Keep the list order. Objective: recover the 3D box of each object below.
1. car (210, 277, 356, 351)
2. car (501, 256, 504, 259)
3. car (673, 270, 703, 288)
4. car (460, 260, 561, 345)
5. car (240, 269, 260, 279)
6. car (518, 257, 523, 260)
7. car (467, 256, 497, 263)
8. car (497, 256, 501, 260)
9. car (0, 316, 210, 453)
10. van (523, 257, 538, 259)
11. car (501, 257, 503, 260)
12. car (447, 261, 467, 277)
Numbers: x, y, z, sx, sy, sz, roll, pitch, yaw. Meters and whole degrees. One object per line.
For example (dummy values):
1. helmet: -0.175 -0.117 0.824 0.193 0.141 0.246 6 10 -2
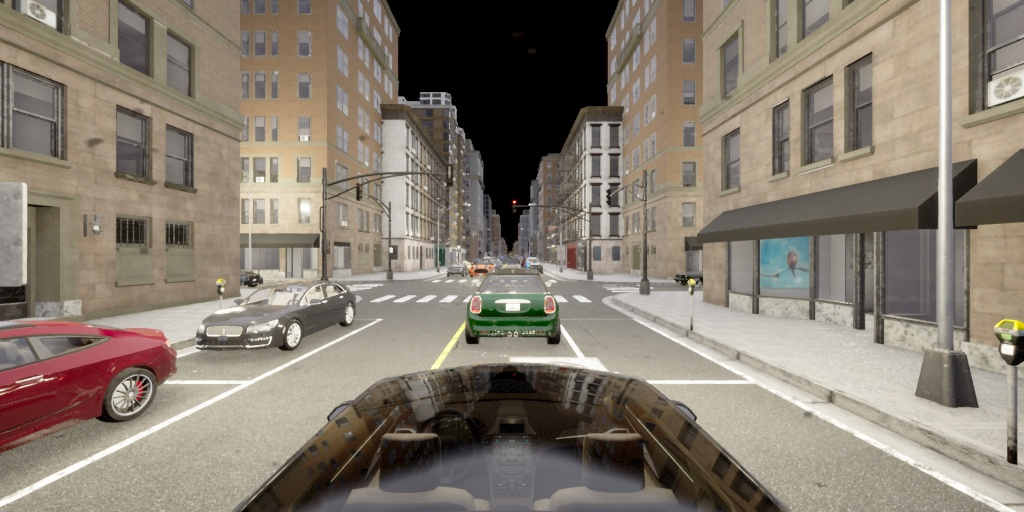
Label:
1. car: -5.389 1.300 8.860 2.007 1.370 4.403 0 0 0
2. car: -2.810 1.267 65.034 1.812 1.442 4.674 0 0 1
3. car: 13.495 1.431 24.097 4.718 1.301 1.895 0 0 0
4. car: 0.040 1.102 9.703 2.097 1.767 4.553 0 0 1
5. car: -17.145 1.223 21.094 4.181 1.385 1.994 0 0 0
6. car: 2.639 1.056 62.769 2.192 1.841 5.009 0 0 0
7. car: -2.824 1.098 34.673 2.097 1.767 4.553 0 0 0
8. car: -2.842 1.096 44.599 2.097 1.767 4.553 0 0 -1
9. car: -5.389 1.332 3.179 1.802 1.307 4.207 0 0 0
10. van: 2.636 1.085 46.550 1.690 1.789 3.998 0 0 0
11. car: -2.829 1.248 54.758 1.837 1.490 4.892 0 0 0
12. car: -5.394 1.296 35.736 2.007 1.370 4.403 0 0 0
